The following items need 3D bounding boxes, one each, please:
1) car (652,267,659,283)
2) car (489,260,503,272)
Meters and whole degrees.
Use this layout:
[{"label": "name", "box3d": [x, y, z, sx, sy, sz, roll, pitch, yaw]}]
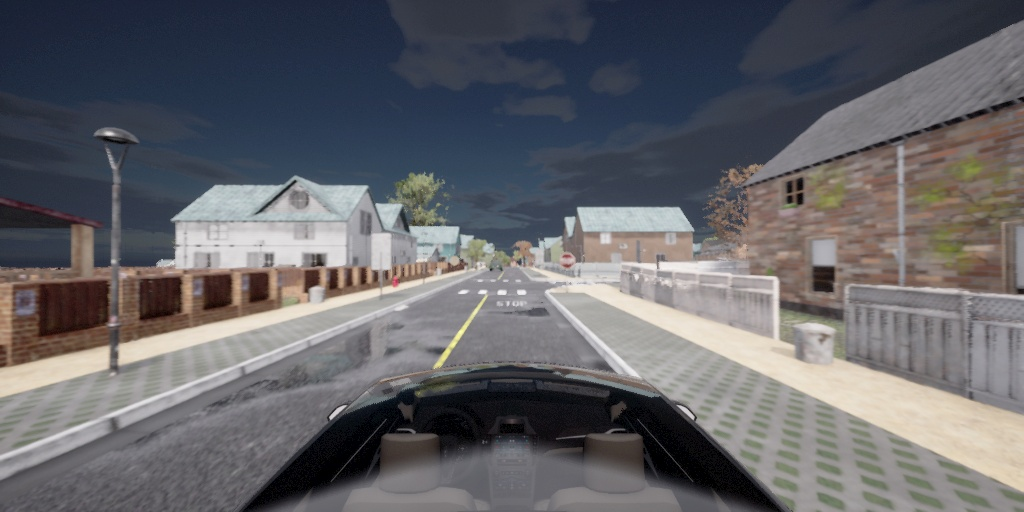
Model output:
[{"label": "car", "box3d": [11.412, 1.455, 26.631, 4.718, 1.301, 1.895, -1, -1, 0]}, {"label": "car", "box3d": [-2.775, 1.699, 63.006, 2.150, 2.045, 5.566, 0, -1, 0]}]
